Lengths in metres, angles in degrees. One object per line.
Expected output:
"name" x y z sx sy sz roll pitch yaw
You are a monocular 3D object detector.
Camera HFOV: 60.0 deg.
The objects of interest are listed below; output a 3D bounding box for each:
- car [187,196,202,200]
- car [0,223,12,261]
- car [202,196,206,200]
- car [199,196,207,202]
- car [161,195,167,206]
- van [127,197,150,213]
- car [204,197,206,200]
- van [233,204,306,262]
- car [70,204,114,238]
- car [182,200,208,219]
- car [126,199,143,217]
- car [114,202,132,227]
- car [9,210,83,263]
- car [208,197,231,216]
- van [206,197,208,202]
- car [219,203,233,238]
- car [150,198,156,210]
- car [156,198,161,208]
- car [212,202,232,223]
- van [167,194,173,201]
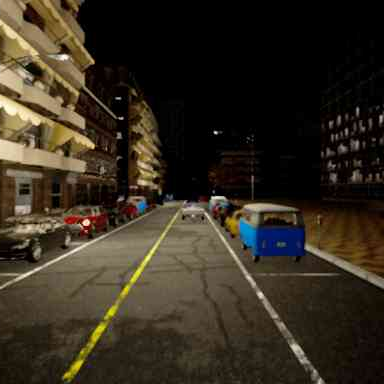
"car" 0.087 1.519 46.041 1.882 1.535 5.008 0 0 0
"car" -5.697 1.553 6.326 2.008 1.369 4.403 0 0 0
"car" 2.661 1.629 72.648 1.887 1.381 4.507 0 0 0
"car" 2.657 1.652 83.699 1.887 1.381 4.507 0 0 0
"car" -5.713 1.622 56.065 1.947 1.339 4.313 0 0 0
"van" -5.708 1.367 33.959 1.690 1.788 3.998 0 0 0
"car" 2.671 1.558 39.657 1.752 1.417 4.829 0 0 0
"van" 2.679 1.346 11.855 1.690 1.788 3.998 0 0 0
"car" -5.702 1.450 17.378 1.967 1.590 4.097 0 0 0
"car" 0.092 1.621 28.939 1.895 1.301 4.718 0 0 0
"car" -5.705 1.565 28.432 1.887 1.381 4.507 0 0 0
"car" -5.703 1.580 22.905 1.947 1.339 4.313 0 0 0
"car" -5.699 1.556 11.853 2.008 1.369 4.403 0 0 0
"car" 2.675 1.460 28.434 1.967 1.590 4.097 0 0 0
"van" 2.672 1.367 33.962 1.690 1.788 3.998 0 0 0
"car" 2.679 1.535 17.550 1.752 1.417 4.829 0 0 0
"car" -5.708 1.615 39.485 1.802 1.307 4.206 0 0 0
"car" -5.710 1.622 45.011 1.802 1.307 4.206 0 0 0
"car" 2.677 1.580 22.908 1.947 1.339 4.313 0 0 0
"van" -5.724 1.449 83.698 1.690 1.788 3.998 0 0 0
